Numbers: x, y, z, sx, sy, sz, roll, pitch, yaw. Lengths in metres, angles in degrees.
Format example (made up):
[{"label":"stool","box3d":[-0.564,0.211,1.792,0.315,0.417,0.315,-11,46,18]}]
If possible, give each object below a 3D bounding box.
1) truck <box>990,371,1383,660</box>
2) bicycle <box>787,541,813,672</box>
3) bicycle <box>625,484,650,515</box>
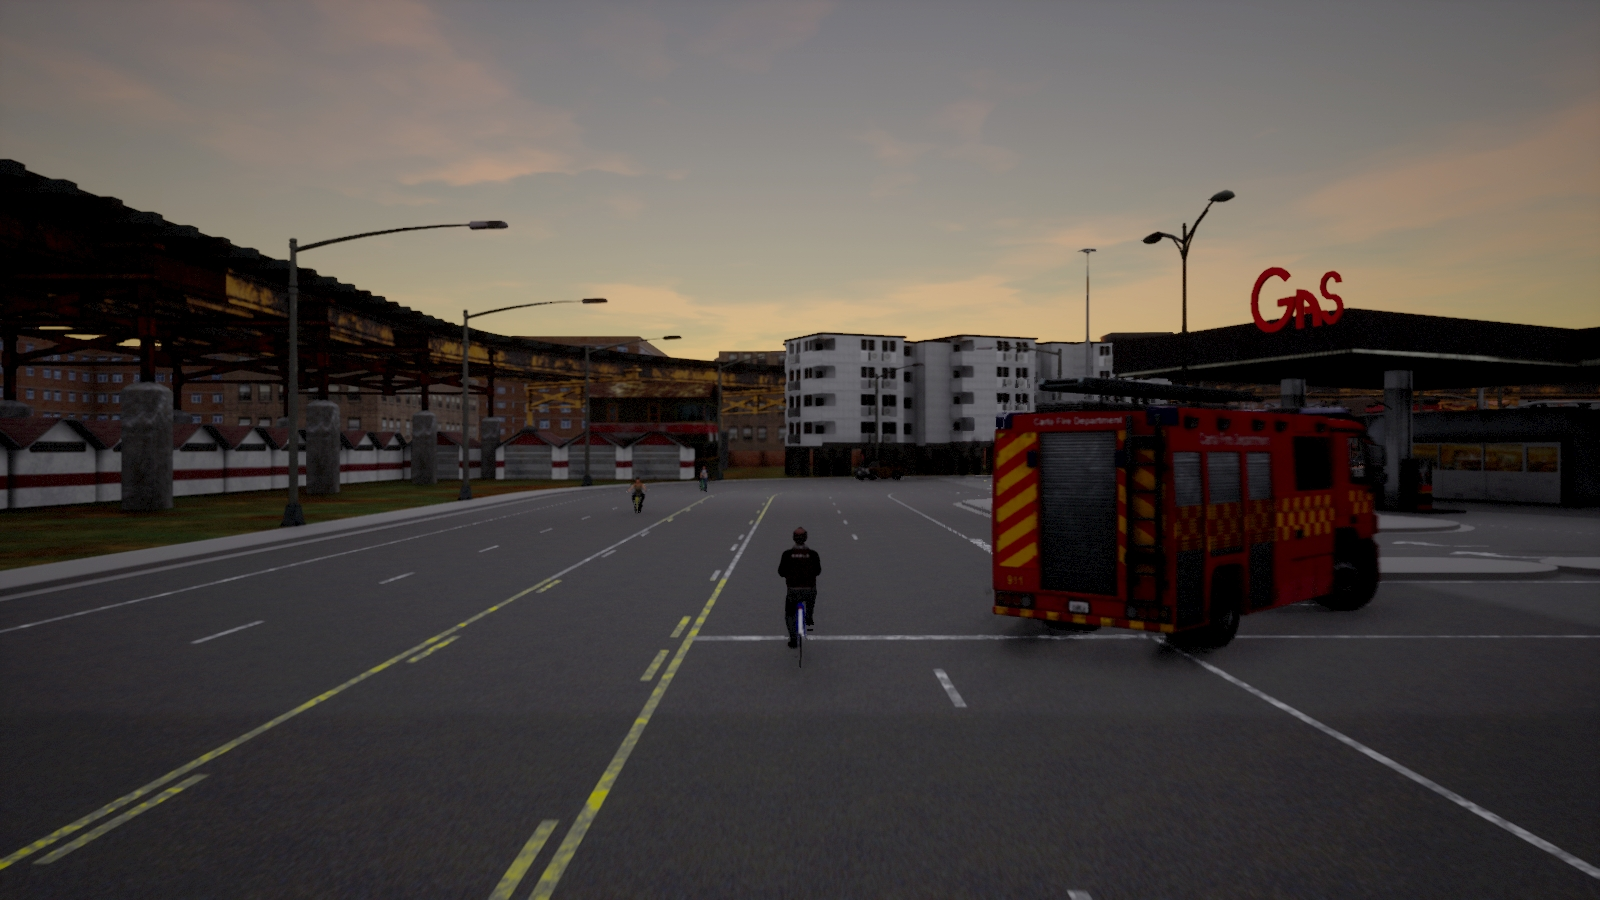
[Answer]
[{"label":"truck","box3d":[6.847,0.879,19.188,2.891,3.827,8.468,-1,0,44]},{"label":"bicycle","box3d":[-0.001,2.039,15.284,0.329,1.496,1.835,0,0,0]},{"label":"bicycle","box3d":[-6.997,2.119,49.279,0.859,1.301,1.487,0,0,0]}]
